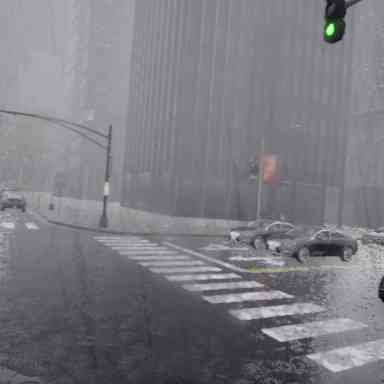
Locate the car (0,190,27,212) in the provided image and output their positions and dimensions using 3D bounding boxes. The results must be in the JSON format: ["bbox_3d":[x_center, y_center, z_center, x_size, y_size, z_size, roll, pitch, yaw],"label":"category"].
[{"bbox_3d":[-14.437,0.817,26.956,2.008,1.369,4.403,5,-1,-30],"label":"car"}]

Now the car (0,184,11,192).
[{"bbox_3d":[-44.740,-0.991,79.456,2.192,1.841,5.009,5,-1,-30],"label":"car"}]

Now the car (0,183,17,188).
[{"bbox_3d":[-22.689,0.152,41.276,2.192,1.841,5.009,5,-1,-30],"label":"car"}]

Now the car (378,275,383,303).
[{"bbox_3d":[6.777,2.384,8.563,4.181,1.385,1.994,6,-1,-30],"label":"car"}]

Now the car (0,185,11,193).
[{"bbox_3d":[-41.993,-0.724,74.682,1.967,1.590,4.097,5,-1,-30],"label":"car"}]

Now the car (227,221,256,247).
[{"bbox_3d":[4.181,2.299,18.507,4.902,1.511,2.128,6,-2,-34],"label":"car"}]

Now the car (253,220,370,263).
[{"bbox_3d":[5.609,2.357,15.517,4.902,1.511,2.128,6,-1,-29],"label":"car"}]

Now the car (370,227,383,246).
[{"bbox_3d":[14.528,3.364,24.546,4.674,1.442,1.812,6,-1,-30],"label":"car"}]

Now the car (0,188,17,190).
[{"bbox_3d":[-17.277,0.644,31.876,1.752,1.417,4.829,5,-1,-30],"label":"car"}]

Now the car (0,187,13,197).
[{"bbox_3d":[-31.058,-0.072,55.738,1.752,1.417,4.829,5,-1,-30],"label":"car"}]
